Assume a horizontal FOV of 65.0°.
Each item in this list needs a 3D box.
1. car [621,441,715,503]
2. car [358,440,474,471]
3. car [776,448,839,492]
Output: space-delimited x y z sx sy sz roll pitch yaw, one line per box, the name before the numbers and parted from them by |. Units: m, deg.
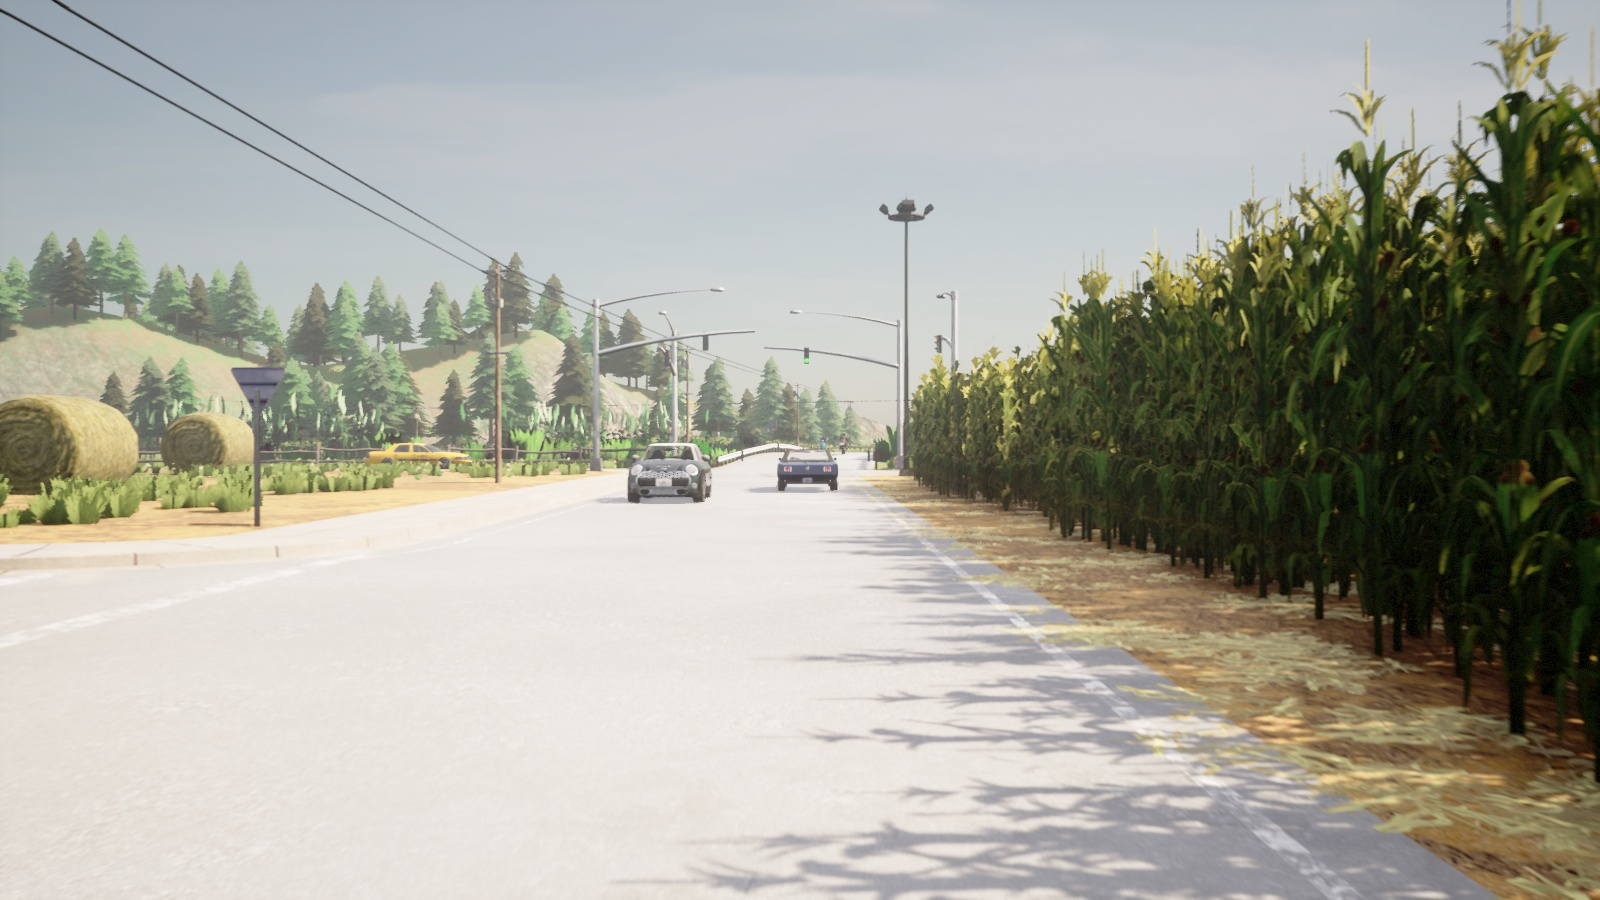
car | -3.303 0.519 32.088 1.970 1.475 3.806 0 0 0
car | -19.616 0.255 64.210 5.366 1.575 1.801 0 0 3
car | 0.243 0.609 40.317 1.895 1.301 4.718 0 0 0
